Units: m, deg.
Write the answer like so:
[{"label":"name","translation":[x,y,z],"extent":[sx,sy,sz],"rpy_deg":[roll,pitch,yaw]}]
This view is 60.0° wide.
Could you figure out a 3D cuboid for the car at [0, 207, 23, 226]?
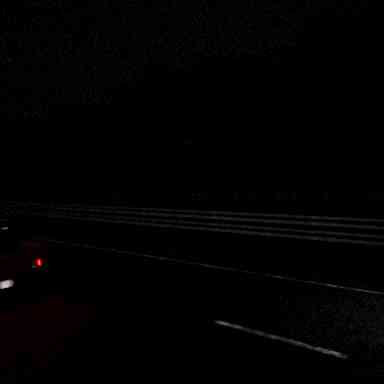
[{"label":"car","translation":[-9.739,1.369,15.241],"extent":[5.008,1.535,1.882],"rpy_deg":[0,0,35]}]

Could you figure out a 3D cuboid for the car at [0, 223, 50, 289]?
[{"label":"car","translation":[-5.529,1.542,7.939],"extent":[4.718,1.301,1.895],"rpy_deg":[0,0,36]}]
